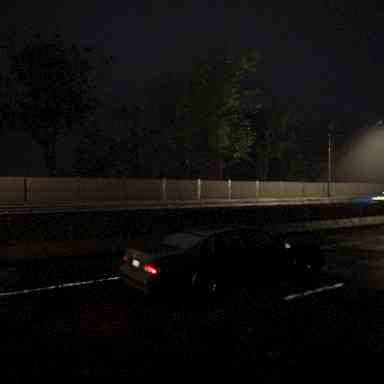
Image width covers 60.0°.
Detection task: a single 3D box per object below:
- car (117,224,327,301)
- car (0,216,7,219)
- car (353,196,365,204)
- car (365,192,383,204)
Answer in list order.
[{"bbox_3d":[0.946,1.515,8.232,5.357,1.411,2.033,0,0,-32],"label":"car"},{"bbox_3d":[-10.363,1.491,13.743,4.892,1.490,1.837,0,0,-32],"label":"car"},{"bbox_3d":[22.800,1.259,42.969,5.008,1.535,1.882,0,0,-32],"label":"car"},{"bbox_3d":[23.286,1.014,39.136,5.566,2.045,2.150,0,0,-32],"label":"car"}]
